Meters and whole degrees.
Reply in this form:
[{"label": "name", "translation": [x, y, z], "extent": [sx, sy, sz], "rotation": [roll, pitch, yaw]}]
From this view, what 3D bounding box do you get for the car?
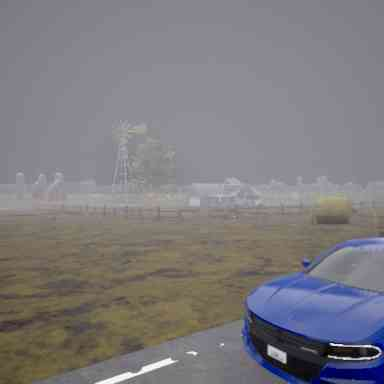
[{"label": "car", "translation": [2.953, 1.478, 5.043], "extent": [5.008, 1.535, 1.882], "rotation": [0, 0, -35]}]
